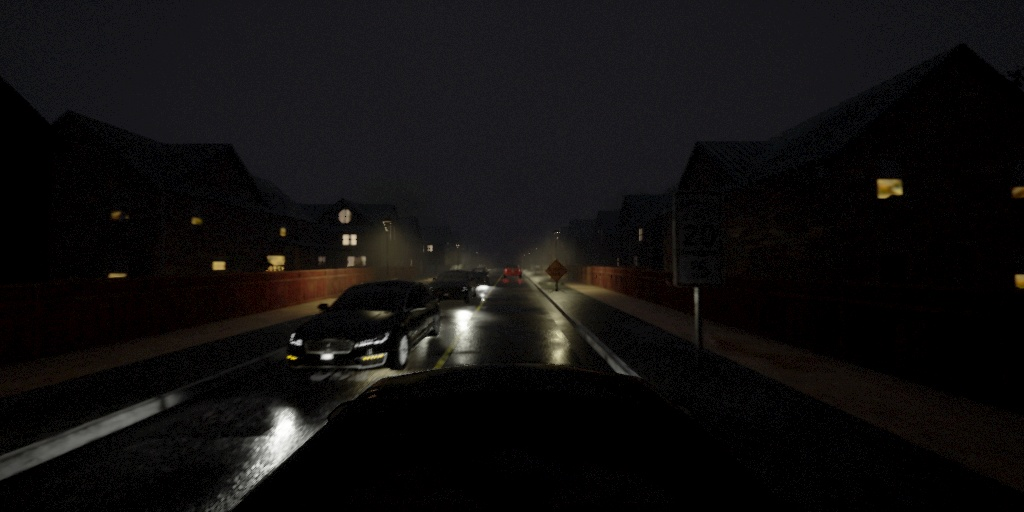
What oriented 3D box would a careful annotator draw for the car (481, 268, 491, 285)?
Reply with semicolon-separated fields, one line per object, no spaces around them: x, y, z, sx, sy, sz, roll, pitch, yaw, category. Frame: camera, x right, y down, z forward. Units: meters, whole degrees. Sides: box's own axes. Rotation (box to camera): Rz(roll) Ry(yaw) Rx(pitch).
-2.837;1.714;30.435;1.994;1.385;4.181;0;-1;1;car

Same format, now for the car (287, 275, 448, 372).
-2.852;1.330;7.966;1.837;1.490;4.892;0;-1;0;car

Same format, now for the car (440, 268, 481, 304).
-2.856;1.440;18.131;1.882;1.535;5.008;0;-1;0;car

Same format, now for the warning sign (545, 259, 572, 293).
2.513;1.106;20.109;1.300;1.860;1.060;0;0;0;warning sign

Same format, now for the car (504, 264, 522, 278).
0.086;1.702;42.582;2.097;1.767;4.553;0;-1;0;car
